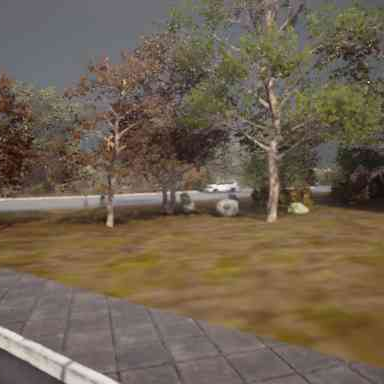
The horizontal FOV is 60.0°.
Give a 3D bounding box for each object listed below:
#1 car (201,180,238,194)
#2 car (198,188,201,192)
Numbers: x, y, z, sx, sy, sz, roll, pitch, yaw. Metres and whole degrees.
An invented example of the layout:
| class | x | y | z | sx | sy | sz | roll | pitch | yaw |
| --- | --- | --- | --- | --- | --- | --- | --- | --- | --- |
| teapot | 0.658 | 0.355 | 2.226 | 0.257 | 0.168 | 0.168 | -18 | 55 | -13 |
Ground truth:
| class | x | y | z | sx | sy | sz | roll | pitch | yaw |
| --- | --- | --- | --- | --- | --- | --- | --- | --- | --- |
| car | 4.885 | -0.843 | 54.723 | 5.566 | 2.045 | 2.150 | -3 | 3 | -25 |
| car | 3.181 | -0.592 | 57.795 | 4.181 | 1.385 | 1.994 | -2 | 3 | -25 |
